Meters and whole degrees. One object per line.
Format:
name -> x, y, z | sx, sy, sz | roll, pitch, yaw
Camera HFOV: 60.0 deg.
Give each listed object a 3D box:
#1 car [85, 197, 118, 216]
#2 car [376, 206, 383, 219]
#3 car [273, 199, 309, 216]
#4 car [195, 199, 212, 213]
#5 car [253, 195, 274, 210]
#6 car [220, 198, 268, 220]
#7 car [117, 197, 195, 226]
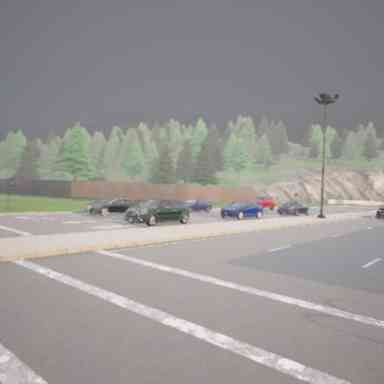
car -> -6.509, 1.165, 27.842 | 2.128, 1.511, 4.902 | 2, 0, 41
car -> 22.605, 2.312, 38.129 | 2.128, 1.511, 4.902 | 2, 0, 42
car -> 11.570, 1.729, 37.860 | 2.097, 1.767, 4.553 | 2, 0, 41
car -> 0.272, 1.454, 35.593 | 1.812, 1.442, 4.674 | 2, 0, 42
car -> 9.503, 1.497, 46.089 | 2.150, 2.045, 5.566 | 2, 0, 42
car -> 4.504, 1.589, 29.809 | 1.882, 1.535, 5.008 | 2, 0, 41
car -> -2.263, 1.209, 22.073 | 2.097, 1.767, 4.553 | 2, 0, 41
